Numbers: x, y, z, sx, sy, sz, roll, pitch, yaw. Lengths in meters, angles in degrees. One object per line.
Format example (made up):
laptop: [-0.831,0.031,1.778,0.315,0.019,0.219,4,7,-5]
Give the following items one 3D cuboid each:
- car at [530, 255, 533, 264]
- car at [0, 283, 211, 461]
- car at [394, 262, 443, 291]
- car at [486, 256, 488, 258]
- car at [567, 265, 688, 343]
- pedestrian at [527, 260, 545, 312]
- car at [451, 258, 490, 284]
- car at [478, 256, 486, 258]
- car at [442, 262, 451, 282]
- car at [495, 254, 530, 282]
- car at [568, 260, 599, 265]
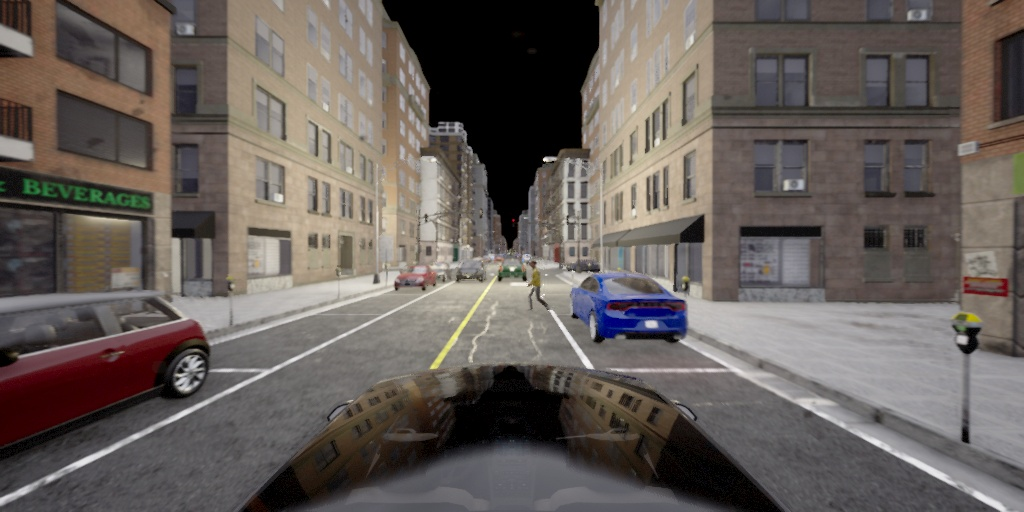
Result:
car: [2.631,0.896,58.520,2.007,1.370,4.403,0,0,0]
car: [-5.388,1.177,3.510,1.967,1.591,4.097,0,0,0]
car: [-5.390,1.200,20.555,1.802,1.307,4.207,0,0,0]
car: [-5.403,0.871,58.348,1.751,1.417,4.829,0,0,0]
car: [2.749,1.174,9.543,1.882,1.535,5.008,0,0,0]
pedestrian: [0.808,0.971,12.203,0.375,1.860,0.375,0,0,-10]
car: [-2.813,1.091,25.435,1.837,1.490,4.892,0,0,0]
car: [-5.397,0.935,53.112,2.007,1.370,4.403,0,0,0]
car: [-5.391,1.128,26.237,2.007,1.370,4.403,0,0,0]
car: [0.038,0.924,27.073,2.097,1.767,4.553,0,0,1]
car: [8.600,1.091,38.321,5.357,1.411,2.033,0,0,-5]
